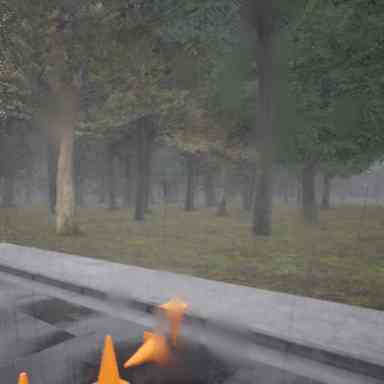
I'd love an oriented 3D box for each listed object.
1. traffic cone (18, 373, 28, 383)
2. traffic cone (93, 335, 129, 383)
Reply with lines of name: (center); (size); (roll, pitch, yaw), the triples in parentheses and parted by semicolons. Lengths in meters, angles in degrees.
traffic cone: (-1.554, 1.965, 3.058); (0.340, 0.580, 0.340); (0, 0, 36)
traffic cone: (-0.972, 1.968, 3.868); (0.340, 0.580, 0.340); (0, 0, 35)
